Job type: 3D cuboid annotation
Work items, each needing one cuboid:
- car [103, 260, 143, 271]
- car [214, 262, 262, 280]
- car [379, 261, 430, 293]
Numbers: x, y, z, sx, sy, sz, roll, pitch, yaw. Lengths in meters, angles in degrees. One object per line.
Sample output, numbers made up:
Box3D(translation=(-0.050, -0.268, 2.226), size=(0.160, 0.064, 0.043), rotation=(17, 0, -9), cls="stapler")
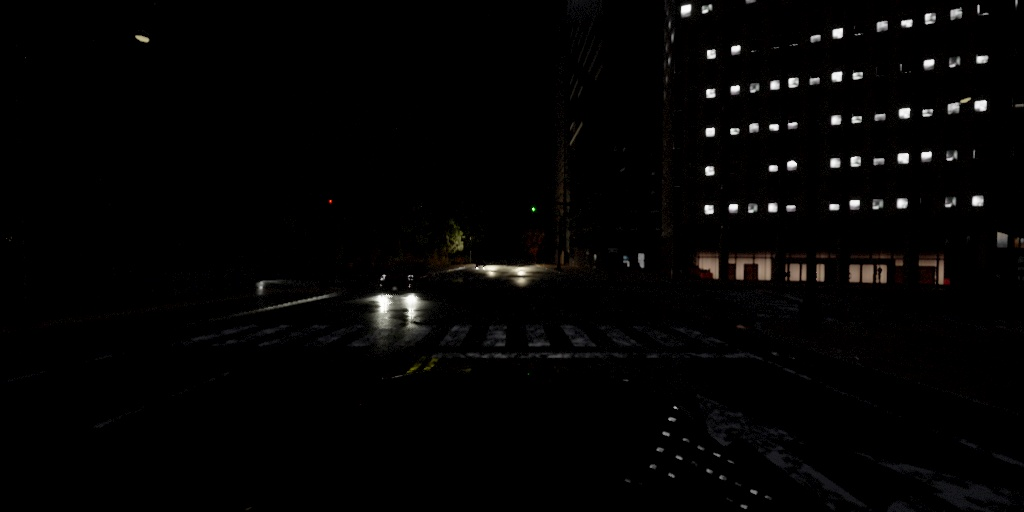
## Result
Box3D(translation=(-37.848, 1.128, 34.576), size=(4.892, 1.490, 1.837), rotation=(1, 1, 21), cls="car")
Box3D(translation=(-22.411, 1.235, 28.738), size=(4.892, 1.490, 1.837), rotation=(1, 2, 21), cls="car")
Box3D(translation=(-6.500, 1.175, 22.109), size=(2.097, 1.767, 4.553), rotation=(0, 1, 0), cls="car")
